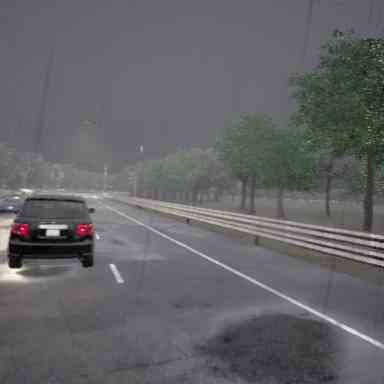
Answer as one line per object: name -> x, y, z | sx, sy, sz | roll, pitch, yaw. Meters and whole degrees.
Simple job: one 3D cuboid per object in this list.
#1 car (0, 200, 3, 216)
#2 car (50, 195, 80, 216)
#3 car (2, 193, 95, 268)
car -> -13.324, 1.035, 25.104 | 1.994, 1.385, 4.181 | 3, 0, -20
car -> -10.968, 1.124, 28.864 | 2.128, 1.511, 4.902 | 3, 0, -20
car -> -4.380, 1.070, 10.803 | 2.150, 2.045, 5.566 | 3, 0, -20
